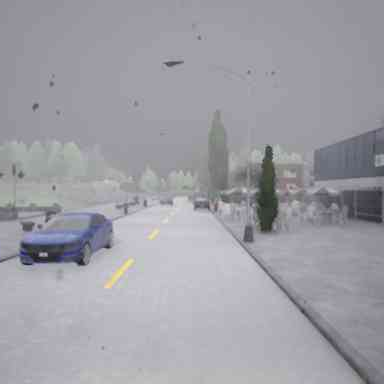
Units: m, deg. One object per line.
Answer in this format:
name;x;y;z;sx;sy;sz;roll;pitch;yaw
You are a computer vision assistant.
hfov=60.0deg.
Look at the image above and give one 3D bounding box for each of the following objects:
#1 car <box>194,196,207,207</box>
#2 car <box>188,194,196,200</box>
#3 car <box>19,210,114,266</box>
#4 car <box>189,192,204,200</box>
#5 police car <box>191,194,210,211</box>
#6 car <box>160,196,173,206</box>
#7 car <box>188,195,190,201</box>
car;1.186;1.419;50.359;1.837;1.490;4.892;0;0;0
car;-0.023;1.319;90.663;1.994;1.385;4.181;0;0;0
car;-4.104;1.457;11.682;1.882;1.535;5.008;0;0;0
car;1.124;1.078;56.388;2.150;2.045;5.566;-3;0;0
police car;1.189;1.357;40.469;1.930;1.638;5.238;0;0;0
car;-4.075;1.412;54.395;1.837;1.490;4.892;0;0;0
car;-0.018;1.281;76.015;1.895;1.301;4.718;0;0;0
